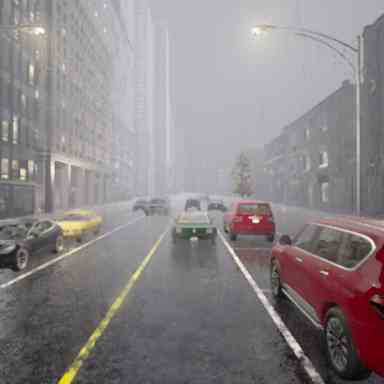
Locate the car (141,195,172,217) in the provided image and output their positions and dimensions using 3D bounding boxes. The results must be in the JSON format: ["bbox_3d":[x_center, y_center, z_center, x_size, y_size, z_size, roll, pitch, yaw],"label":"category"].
[{"bbox_3d":[-3.059,1.340,30.795,2.097,1.767,4.553,0,0,0],"label":"car"}]

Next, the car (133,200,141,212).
[{"bbox_3d":[-5.690,1.547,38.662,1.947,1.339,4.313,1,0,0],"label":"car"}]

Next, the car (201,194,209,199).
[{"bbox_3d":[2.685,1.257,71.942,2.192,1.841,5.009,1,0,0],"label":"car"}]

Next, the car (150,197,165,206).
[{"bbox_3d":[-5.695,1.529,55.299,1.947,1.339,4.313,1,0,0],"label":"car"}]

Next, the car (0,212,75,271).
[{"bbox_3d":[-5.682,1.564,10.934,1.947,1.339,4.313,1,0,0],"label":"car"}]

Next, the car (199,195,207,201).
[{"bbox_3d":[2.678,1.469,83.035,1.887,1.381,4.507,1,0,0],"label":"car"}]

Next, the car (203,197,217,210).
[{"bbox_3d":[2.691,1.547,38.667,1.947,1.339,4.313,1,0,0],"label":"car"}]

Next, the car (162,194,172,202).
[{"bbox_3d":[-5.699,1.375,77.483,1.967,1.590,4.097,1,0,0],"label":"car"}]

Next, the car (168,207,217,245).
[{"bbox_3d":[0.093,1.598,15.552,1.895,1.301,4.718,0,0,0],"label":"car"}]

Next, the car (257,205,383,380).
[{"bbox_3d":[2.704,1.314,5.391,2.192,1.841,5.009,1,0,0],"label":"car"}]

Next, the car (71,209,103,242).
[{"bbox_3d":[-5.683,1.522,16.309,1.752,1.417,4.829,1,0,0],"label":"car"}]

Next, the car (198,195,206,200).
[{"bbox_3d":[2.676,1.481,88.581,1.947,1.339,4.313,1,0,0],"label":"car"}]

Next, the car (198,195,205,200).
[{"bbox_3d":[2.674,1.470,94.125,1.947,1.339,4.313,1,0,0],"label":"car"}]

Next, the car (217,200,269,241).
[{"bbox_3d":[2.701,1.311,16.484,2.192,1.841,5.009,1,0,0],"label":"car"}]

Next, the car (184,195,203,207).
[{"bbox_3d":[0.088,1.480,42.624,1.837,1.490,4.892,0,0,0],"label":"car"}]

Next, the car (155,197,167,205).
[{"bbox_3d":[-5.697,1.539,60.845,1.802,1.307,4.206,1,0,0],"label":"car"}]
